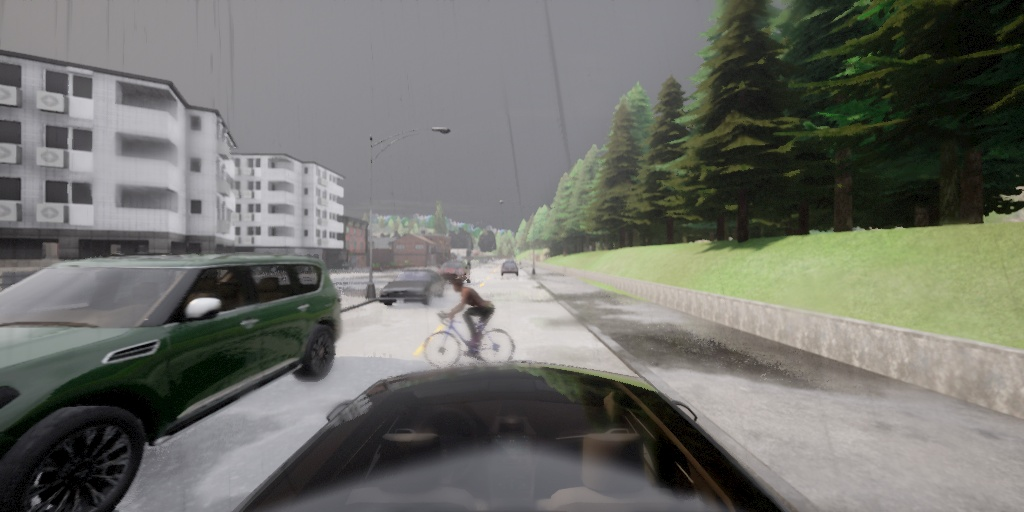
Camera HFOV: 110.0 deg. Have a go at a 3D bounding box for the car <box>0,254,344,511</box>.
[{"bbox_3d":[-4.118,0.981,4.300,2.150,2.045,5.566,0,-1,-1],"label":"car"}]

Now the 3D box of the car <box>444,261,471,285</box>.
[{"bbox_3d":[-4.306,1.147,26.623,2.097,1.767,4.553,0,0,0],"label":"car"}]

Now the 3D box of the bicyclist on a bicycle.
[{"bbox_3d":[-0.786,1.207,6.441,1.656,1.620,0.582,-2,0,-1],"label":"bicyclist on a bicycle"}]

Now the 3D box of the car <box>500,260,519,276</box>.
[{"bbox_3d":[-0.241,1.363,38.146,2.033,1.411,5.357,0,0,-1],"label":"car"}]

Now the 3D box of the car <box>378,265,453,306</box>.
[{"bbox_3d":[-4.226,1.325,16.113,2.033,1.411,5.357,0,0,-1],"label":"car"}]
